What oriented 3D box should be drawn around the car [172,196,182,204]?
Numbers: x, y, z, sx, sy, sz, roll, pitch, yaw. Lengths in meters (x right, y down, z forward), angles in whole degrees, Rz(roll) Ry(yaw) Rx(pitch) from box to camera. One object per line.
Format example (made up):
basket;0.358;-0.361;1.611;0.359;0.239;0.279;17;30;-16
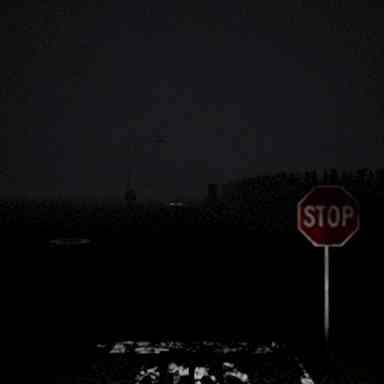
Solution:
car;-2.870;1.584;66.006;2.033;1.411;5.357;0;0;0
